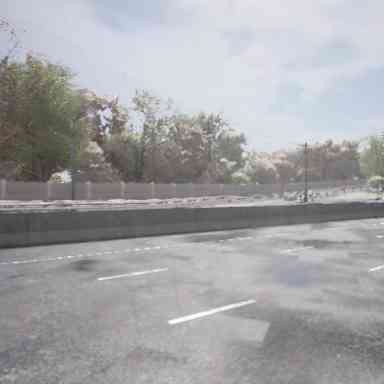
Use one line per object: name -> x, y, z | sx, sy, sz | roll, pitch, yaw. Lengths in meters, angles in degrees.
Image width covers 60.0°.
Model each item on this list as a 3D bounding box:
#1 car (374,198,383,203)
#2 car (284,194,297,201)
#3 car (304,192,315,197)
car -> 33.811, 1.830, 58.105 | 5.357, 1.411, 2.033 | 0, 0, -36
car -> 20.550, 1.095, 69.096 | 2.128, 1.511, 4.902 | 0, 1, 31
car -> 29.069, 0.741, 82.434 | 2.128, 1.511, 4.902 | 0, 1, 33
